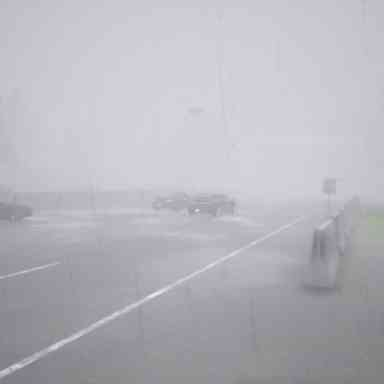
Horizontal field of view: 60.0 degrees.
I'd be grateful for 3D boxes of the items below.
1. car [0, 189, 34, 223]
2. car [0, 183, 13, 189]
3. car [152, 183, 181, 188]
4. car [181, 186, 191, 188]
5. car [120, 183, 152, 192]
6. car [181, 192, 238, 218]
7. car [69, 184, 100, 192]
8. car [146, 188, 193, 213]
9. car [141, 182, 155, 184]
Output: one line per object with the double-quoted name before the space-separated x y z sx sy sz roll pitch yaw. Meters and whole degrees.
"car" -9.960 0.781 14.899 2.033 1.411 5.357 3 2 28
"car" -20.313 -0.198 33.122 2.128 1.511 4.902 3 2 28
"car" -4.791 -0.380 62.383 2.033 1.411 5.357 2 1 28
"car" -1.560 -0.624 75.959 2.128 1.511 4.902 2 1 28
"car" -9.337 -0.349 53.753 2.033 1.411 5.357 2 1 28
"car" 1.461 0.778 21.549 1.837 1.490 4.892 2 2 28
"car" -15.788 -0.480 49.109 1.837 1.490 4.892 2 1 28
"car" -1.095 0.654 24.196 1.812 1.442 4.674 2 2 28
"car" -8.733 -0.845 62.377 2.150 2.045 5.566 2 3 29
